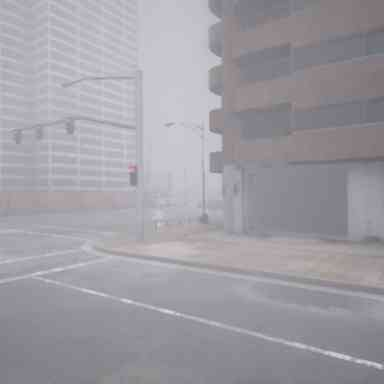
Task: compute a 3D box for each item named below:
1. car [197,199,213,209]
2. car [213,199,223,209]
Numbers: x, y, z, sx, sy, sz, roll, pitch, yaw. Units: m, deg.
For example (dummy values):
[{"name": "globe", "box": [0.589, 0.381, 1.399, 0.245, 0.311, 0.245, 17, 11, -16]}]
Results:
[{"name": "car", "box": [2.931, 1.801, 50.974, 2.033, 1.411, 5.357, -1, 0, 35]}, {"name": "car", "box": [5.630, 1.715, 48.736, 2.128, 1.511, 4.902, -1, 0, 35]}]
